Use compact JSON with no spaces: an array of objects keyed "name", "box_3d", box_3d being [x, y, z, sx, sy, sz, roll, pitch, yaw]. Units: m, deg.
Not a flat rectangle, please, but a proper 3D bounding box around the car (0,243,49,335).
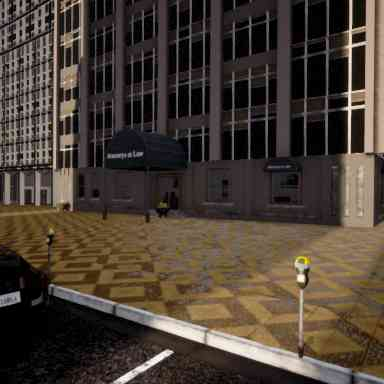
[{"name":"car","box_3d":[-4.296,1.564,5.943,4.313,1.339,1.947,0,1,36]}]
